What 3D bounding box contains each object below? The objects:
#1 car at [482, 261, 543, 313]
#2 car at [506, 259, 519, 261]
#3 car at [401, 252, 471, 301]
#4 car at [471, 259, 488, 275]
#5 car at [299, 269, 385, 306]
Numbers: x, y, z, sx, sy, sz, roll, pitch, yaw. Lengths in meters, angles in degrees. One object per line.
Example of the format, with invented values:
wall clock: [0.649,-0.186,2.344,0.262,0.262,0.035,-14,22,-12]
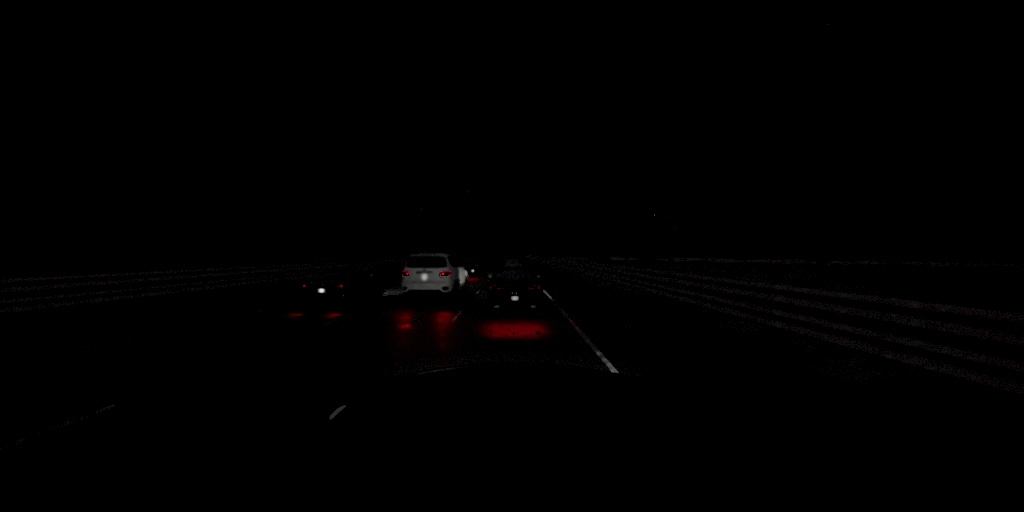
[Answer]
car: [0.092,1.134,13.578,1.882,1.535,5.008,0,0,0]
car: [0.079,1.031,34.409,1.812,1.442,4.674,0,0,0]
car: [-3.415,0.855,16.668,2.150,2.045,5.566,0,0,0]
car: [-3.429,1.015,33.667,1.837,1.490,4.892,0,0,0]
car: [-6.911,1.211,15.012,1.994,1.385,4.181,0,0,0]
